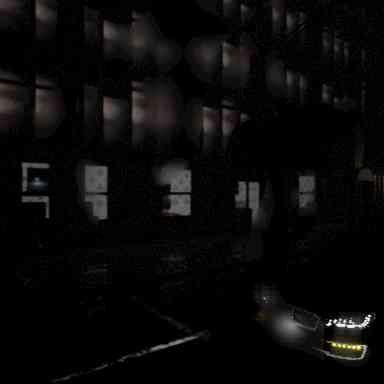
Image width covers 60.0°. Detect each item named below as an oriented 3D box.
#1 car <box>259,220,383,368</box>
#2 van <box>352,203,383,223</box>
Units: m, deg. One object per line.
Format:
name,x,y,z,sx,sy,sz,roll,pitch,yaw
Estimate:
car,3.248,1.463,5.696,4.892,1.490,1.837,-1,0,-35
van,7.308,1.250,11.763,3.998,1.788,1.690,-1,1,-35
